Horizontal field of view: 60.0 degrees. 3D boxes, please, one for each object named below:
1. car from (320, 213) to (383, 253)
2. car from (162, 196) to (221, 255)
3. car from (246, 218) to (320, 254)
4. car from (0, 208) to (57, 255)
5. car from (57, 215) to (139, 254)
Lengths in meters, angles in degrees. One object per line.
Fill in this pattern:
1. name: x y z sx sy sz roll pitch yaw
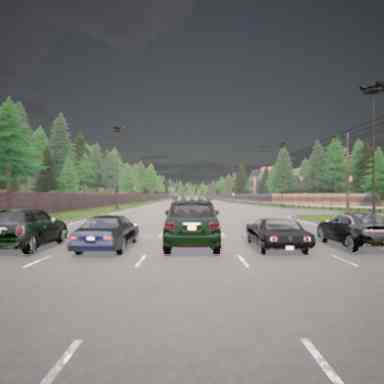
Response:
1. car: 7.005 1.626 14.299 2.128 1.511 4.902 0 0 0
2. car: 0.001 1.347 14.020 2.150 2.045 5.566 0 0 0
3. car: 3.502 1.733 14.106 1.895 1.301 4.718 0 0 0
4. car: -6.997 1.482 14.086 2.097 1.767 4.553 0 -1 0
5. car: -3.499 1.678 13.989 2.033 1.411 5.357 0 0 0
